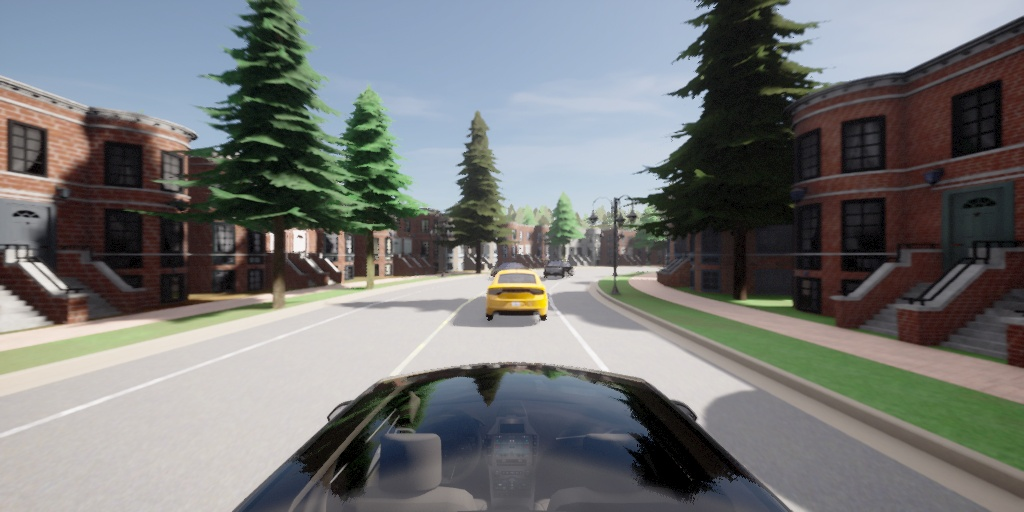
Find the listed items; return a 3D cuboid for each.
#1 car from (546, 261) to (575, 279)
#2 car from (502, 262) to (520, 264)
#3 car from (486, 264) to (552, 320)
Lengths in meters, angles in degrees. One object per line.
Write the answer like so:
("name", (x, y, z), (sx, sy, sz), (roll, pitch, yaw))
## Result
("car", (4.315, 1.220, 32.347), (2.128, 1.511, 4.902), (0, 0, 23))
("car", (-0.132, 1.276, 31.494), (2.033, 1.411, 5.357), (0, 0, 21))
("car", (0.188, 1.220, 12.684), (1.882, 1.535, 5.008), (0, 0, 2))
